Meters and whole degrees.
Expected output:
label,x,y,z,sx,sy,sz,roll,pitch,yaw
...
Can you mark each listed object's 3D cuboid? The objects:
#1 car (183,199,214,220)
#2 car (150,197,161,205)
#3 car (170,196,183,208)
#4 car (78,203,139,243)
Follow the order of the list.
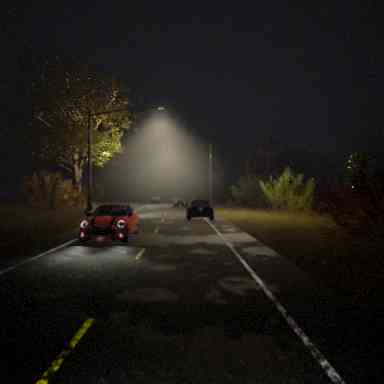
label,x,y,z,sx,sy,sz,roll,pitch,yaw
car,0.592,1.335,27.663,2.097,1.767,4.553,0,0,-3
car,-6.241,1.518,57.414,1.895,1.301,4.718,0,0,-5
car,-1.761,1.544,47.027,1.895,1.301,4.718,0,0,-4
car,-3.847,1.351,16.010,2.097,1.767,4.553,0,0,-2
